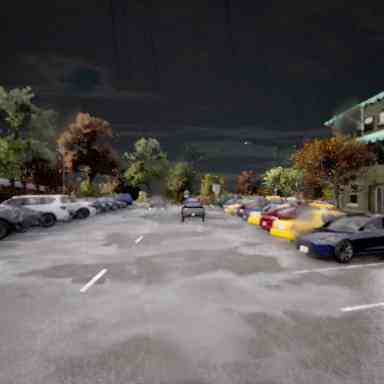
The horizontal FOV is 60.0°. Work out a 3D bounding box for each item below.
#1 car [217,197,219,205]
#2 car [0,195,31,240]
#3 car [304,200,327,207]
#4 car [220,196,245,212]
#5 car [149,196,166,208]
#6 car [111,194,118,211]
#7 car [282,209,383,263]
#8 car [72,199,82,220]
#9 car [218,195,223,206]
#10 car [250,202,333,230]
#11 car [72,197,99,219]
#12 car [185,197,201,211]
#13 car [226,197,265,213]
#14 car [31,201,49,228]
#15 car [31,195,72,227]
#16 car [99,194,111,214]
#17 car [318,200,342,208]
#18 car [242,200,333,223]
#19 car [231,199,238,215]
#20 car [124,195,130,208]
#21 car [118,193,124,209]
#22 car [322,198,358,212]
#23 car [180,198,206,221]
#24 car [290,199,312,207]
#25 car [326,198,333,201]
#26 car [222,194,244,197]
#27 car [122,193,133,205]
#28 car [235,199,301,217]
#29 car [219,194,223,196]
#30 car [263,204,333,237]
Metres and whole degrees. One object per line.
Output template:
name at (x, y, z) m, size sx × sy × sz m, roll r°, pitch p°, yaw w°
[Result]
car at (5.994, 1.538, 41.472) m, size 4.674 × 1.452 × 2.002 m, roll 1°, pitch 0°, yaw -20°
car at (-10.919, 1.239, 15.654) m, size 5.566 × 2.045 × 2.435 m, roll -1°, pitch 0°, yaw -20°
car at (28.079, 2.535, 75.565) m, size 2.231 × 1.521 × 4.892 m, roll 2°, pitch -1°, yaw -21°
car at (5.825, 1.490, 32.526) m, size 5.366 × 1.575 × 1.946 m, roll 1°, pitch 0°, yaw -20°
car at (-5.013, 1.362, 49.042) m, size 2.097 × 1.767 × 4.553 m, roll 0°, pitch 0°, yaw 0°
car at (-10.985, 1.370, 36.796) m, size 4.553 × 1.767 × 2.185 m, roll -1°, pitch 0°, yaw -20°
car at (5.974, 1.520, 11.868) m, size 4.792 × 1.488 × 2.163 m, roll 1°, pitch 0°, yaw -20°
car at (-10.921, 1.521, 24.726) m, size 4.792 × 1.488 × 2.163 m, roll -1°, pitch 0°, yaw -20°
car at (6.000, 1.498, 38.514) m, size 4.892 × 1.521 × 2.231 m, roll 1°, pitch 0°, yaw -20°
car at (5.997, 1.492, 17.798) m, size 5.008 × 1.535 × 2.097 m, roll 1°, pitch 0°, yaw -20°
car at (-10.928, 1.241, 27.750) m, size 5.566 × 2.045 × 2.435 m, roll -1°, pitch 0°, yaw -20°
car at (0.094, 1.488, 41.586) m, size 1.882 × 1.535 × 5.008 m, roll 0°, pitch 0°, yaw 0°
car at (5.997, 1.496, 29.643) m, size 4.892 × 1.521 × 2.231 m, roll 1°, pitch 0°, yaw -20°
car at (-10.935, 1.492, 18.661) m, size 4.892 × 1.521 × 2.231 m, roll -1°, pitch 0°, yaw -20°
car at (-10.982, 1.241, 21.683) m, size 5.566 × 2.045 × 2.435 m, roll -1°, pitch 0°, yaw -20°
car at (-10.979, 1.369, 33.768) m, size 4.553 × 1.767 × 2.185 m, roll -1°, pitch 0°, yaw -20°
car at (31.400, 2.635, 75.787) m, size 1.946 × 1.575 × 5.366 m, roll 2°, pitch -1°, yaw -21°
car at (6.167, 1.492, 20.831) m, size 5.366 × 1.575 × 1.946 m, roll 1°, pitch 0°, yaw -20°
car at (6.020, 1.524, 26.694) m, size 4.792 × 1.488 × 2.163 m, roll 1°, pitch 0°, yaw -20°
car at (-10.961, 1.498, 42.848) m, size 4.892 × 1.521 × 2.231 m, roll -1°, pitch 0°, yaw -20°
car at (-10.925, 1.370, 39.834) m, size 4.553 × 1.767 × 2.185 m, roll -1°, pitch 0°, yaw -20°
car at (25.433, 2.166, 57.372) m, size 2.435 × 2.045 × 5.566 m, roll 2°, pitch 1°, yaw -21°
car at (0.097, 1.497, 27.284) m, size 2.128 × 1.511 × 4.902 m, roll 0°, pitch 0°, yaw 0°
car at (24.687, 2.431, 75.533) m, size 2.231 × 1.521 × 4.892 m, roll 2°, pitch -1°, yaw -21°
car at (22.455, 2.311, 57.195) m, size 1.946 × 1.575 × 5.366 m, roll 2°, pitch 1°, yaw -21°
car at (6.027, 1.371, 35.563) m, size 4.553 × 1.767 × 2.185 m, roll 1°, pitch 0°, yaw -20°
car at (-10.979, 1.246, 45.852) m, size 5.566 × 2.045 × 2.435 m, roll -1°, pitch 0°, yaw -20°
car at (5.993, 1.493, 23.728) m, size 5.008 × 1.535 × 2.097 m, roll 1°, pitch 0°, yaw -20°
car at (6.020, 1.247, 44.448) m, size 5.566 × 2.045 × 2.435 m, roll 1°, pitch 0°, yaw -20°
car at (6.167, 1.491, 14.914) m, size 5.366 × 1.575 × 1.946 m, roll 1°, pitch 0°, yaw -20°
